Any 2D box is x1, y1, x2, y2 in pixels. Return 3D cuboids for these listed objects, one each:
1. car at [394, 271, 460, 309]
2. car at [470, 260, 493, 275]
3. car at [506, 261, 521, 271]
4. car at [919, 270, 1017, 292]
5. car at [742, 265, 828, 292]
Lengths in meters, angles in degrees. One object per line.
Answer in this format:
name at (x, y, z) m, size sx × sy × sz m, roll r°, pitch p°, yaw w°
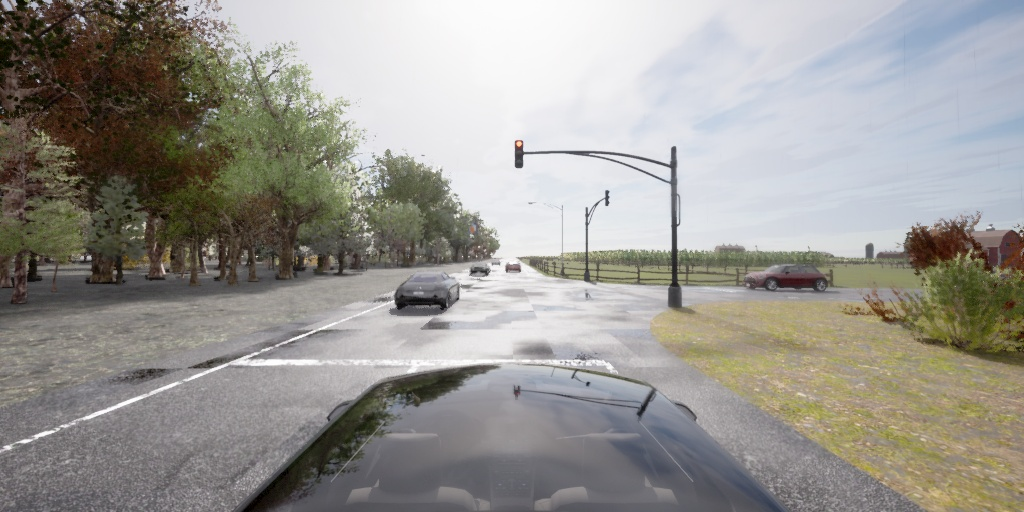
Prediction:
car at (-3.385, 1.317, 15.002) m, size 1.994 × 1.385 × 4.181 m, roll 0°, pitch 0°, yaw 0°
car at (-3.361, 1.356, 38.654) m, size 1.895 × 1.301 × 4.718 m, roll 0°, pitch 0°, yaw 0°
car at (0.166, 1.318, 47.702) m, size 1.994 × 1.385 × 4.181 m, roll 0°, pitch 0°, yaw 0°
car at (29.678, 1.633, 23.392) m, size 4.892 × 1.490 × 1.837 m, roll 0°, pitch -1°, yaw 0°
car at (17.760, 1.351, 23.496) m, size 4.553 × 1.767 × 2.097 m, roll 1°, pitch -1°, yaw 1°
